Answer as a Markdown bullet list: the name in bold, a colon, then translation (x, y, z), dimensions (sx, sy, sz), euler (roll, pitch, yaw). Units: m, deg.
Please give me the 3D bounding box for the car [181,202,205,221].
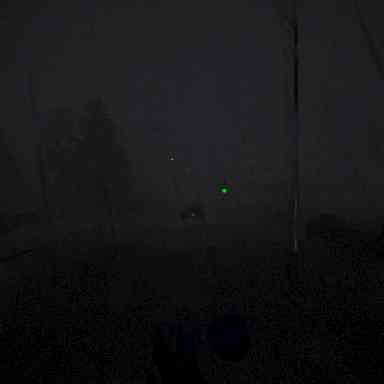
- **car**: translation (0.097, 1.515, 27.036), dimensions (1.812, 1.442, 4.674), euler (0, 0, 0)
